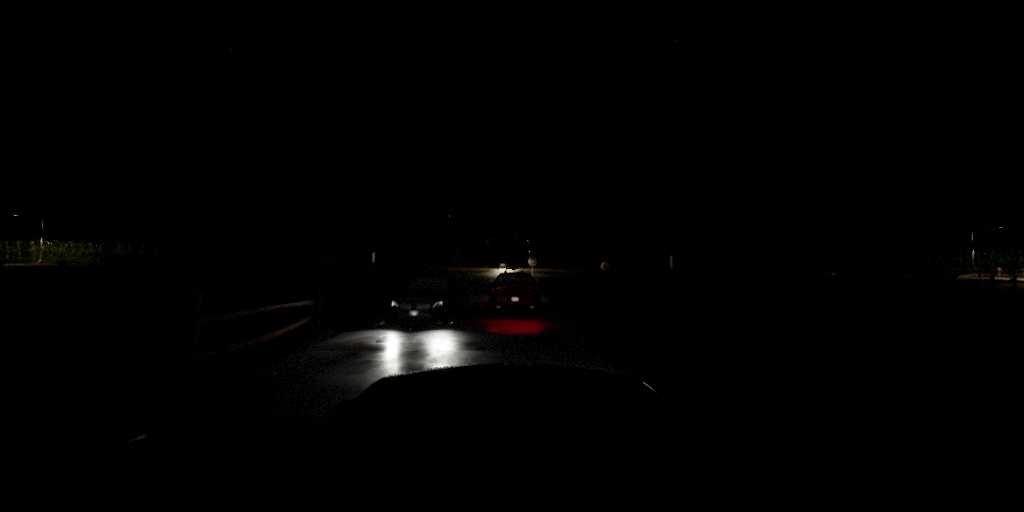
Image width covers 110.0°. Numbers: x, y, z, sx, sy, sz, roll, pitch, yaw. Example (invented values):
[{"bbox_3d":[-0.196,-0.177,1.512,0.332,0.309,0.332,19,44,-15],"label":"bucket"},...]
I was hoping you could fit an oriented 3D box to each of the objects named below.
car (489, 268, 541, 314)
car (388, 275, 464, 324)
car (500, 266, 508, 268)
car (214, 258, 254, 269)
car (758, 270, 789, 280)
[{"bbox_3d":[0.111,1.400,14.892,1.882,1.535,5.008,0,-1,0],"label":"car"},{"bbox_3d":[-2.829,1.418,12.695,1.812,1.442,4.674,0,-1,0],"label":"car"},{"bbox_3d":[0.133,1.721,29.153,1.895,1.301,4.718,0,-1,0],"label":"car"},{"bbox_3d":[-38.291,1.016,49.534,4.902,1.511,2.128,1,-2,1],"label":"car"},{"bbox_3d":[38.093,2.774,52.572,4.181,1.385,1.994,0,-2,1],"label":"car"}]
